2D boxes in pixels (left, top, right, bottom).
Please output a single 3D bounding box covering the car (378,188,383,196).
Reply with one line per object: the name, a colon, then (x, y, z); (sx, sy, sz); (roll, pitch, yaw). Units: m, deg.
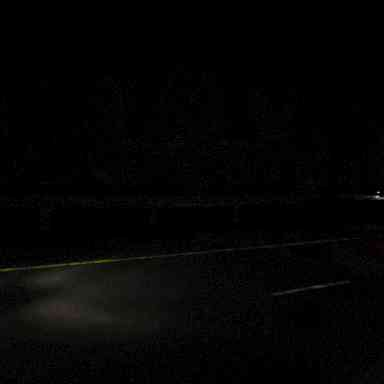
car: (27.116, -0.306, 44.584); (4.553, 1.767, 2.097); (0, 3, -26)
